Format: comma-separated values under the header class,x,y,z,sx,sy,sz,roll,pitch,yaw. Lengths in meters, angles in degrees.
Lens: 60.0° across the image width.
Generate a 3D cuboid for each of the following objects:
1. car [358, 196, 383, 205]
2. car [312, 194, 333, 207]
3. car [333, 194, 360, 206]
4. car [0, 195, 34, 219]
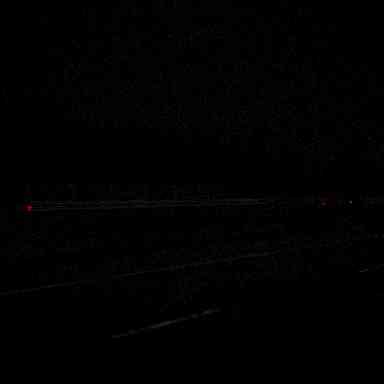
class,x,y,z,sx,sy,sz,roll,pitch,yaw
car,23.419,1.556,42.077,4.674,1.442,1.812,0,0,-35
car,19.665,1.256,47.968,5.566,2.045,2.150,0,0,-35
car,21.750,1.302,45.179,4.553,1.767,2.097,0,0,-36
car,-12.852,1.222,20.615,5.566,2.045,2.150,0,0,-35
